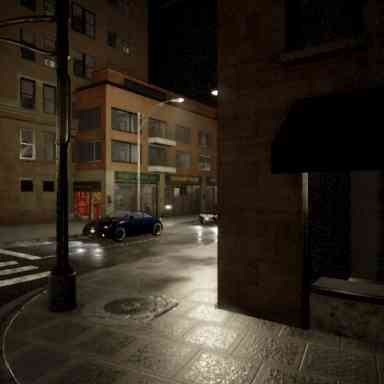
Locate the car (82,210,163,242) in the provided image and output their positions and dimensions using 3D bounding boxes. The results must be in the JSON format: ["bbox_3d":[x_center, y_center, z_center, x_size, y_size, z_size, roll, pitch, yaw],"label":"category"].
[{"bbox_3d":[-3.353,1.594,16.704,1.994,1.385,4.181,0,0,35],"label":"car"}]

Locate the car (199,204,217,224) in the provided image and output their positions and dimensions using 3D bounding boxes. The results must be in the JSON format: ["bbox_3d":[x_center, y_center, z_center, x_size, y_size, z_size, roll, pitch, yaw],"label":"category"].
[{"bbox_3d":[2.361,1.580,24.711,1.812,1.442,4.674,0,0,35],"label":"car"}]
